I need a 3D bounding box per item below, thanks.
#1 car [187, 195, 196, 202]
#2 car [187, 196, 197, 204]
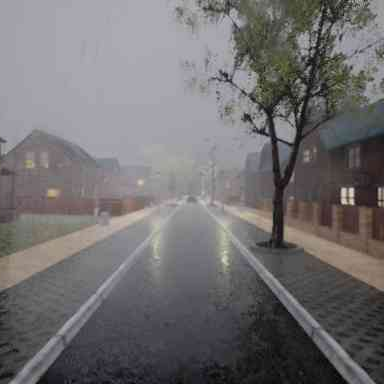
[{"bbox_3d":[-0.026,1.508,76.600,2.033,1.411,5.357,0,0,0],"label":"car"},{"bbox_3d":[-0.023,1.535,66.286,1.882,1.535,5.008,0,0,0],"label":"car"}]
